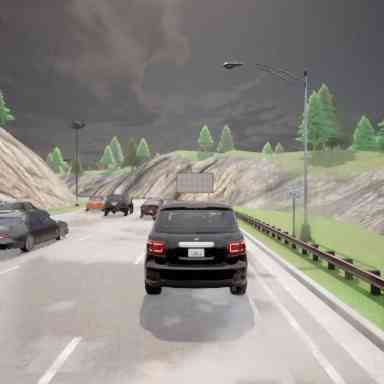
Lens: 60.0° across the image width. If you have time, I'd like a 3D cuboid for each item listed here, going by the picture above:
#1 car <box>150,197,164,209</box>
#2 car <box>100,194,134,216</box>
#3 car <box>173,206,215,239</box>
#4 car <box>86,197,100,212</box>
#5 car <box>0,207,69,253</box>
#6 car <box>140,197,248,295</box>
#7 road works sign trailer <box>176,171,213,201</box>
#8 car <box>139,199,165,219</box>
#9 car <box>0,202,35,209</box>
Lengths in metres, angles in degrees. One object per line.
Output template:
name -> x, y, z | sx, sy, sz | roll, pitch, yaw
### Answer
car -> -4.824, 1.504, 45.703 | 1.837, 1.490, 4.892 | 0, 0, -7
car -> -7.155, 1.223, 32.853 | 2.150, 2.045, 5.566 | 0, 0, -2
car -> 0.099, 1.559, 18.087 | 1.994, 1.385, 4.181 | 0, 0, 0
car -> -11.171, 1.354, 39.719 | 2.097, 1.767, 4.553 | 0, 0, -5
car -> -6.922, 1.547, 13.718 | 2.033, 1.411, 5.357 | 0, 0, 0
car -> 0.087, 1.221, 8.866 | 2.150, 2.045, 5.566 | 0, 0, 0
road works sign trailer -> 0.186, 0.464, 21.584 | 2.380, 3.560, 2.880 | 0, 0, 0
car -> -3.537, 1.478, 30.409 | 1.882, 1.535, 5.008 | 0, 0, -1
car -> -10.425, 1.351, 20.031 | 2.097, 1.767, 4.553 | 0, 0, 0
